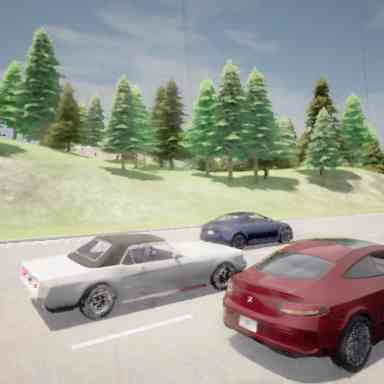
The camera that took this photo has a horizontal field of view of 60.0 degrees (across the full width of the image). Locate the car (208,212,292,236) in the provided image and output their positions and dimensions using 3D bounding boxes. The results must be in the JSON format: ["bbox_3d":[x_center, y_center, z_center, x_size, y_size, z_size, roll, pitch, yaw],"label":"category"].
[{"bbox_3d":[2.338,1.529,14.015,4.181,1.385,1.994,0,0,-35],"label":"car"}]

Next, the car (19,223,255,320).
[{"bbox_3d":[-1.032,1.589,7.310,4.718,1.301,1.895,0,0,-36],"label":"car"}]

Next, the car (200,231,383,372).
[{"bbox_3d":[2.588,1.507,5.593,4.674,1.442,1.812,0,0,-35],"label":"car"}]
